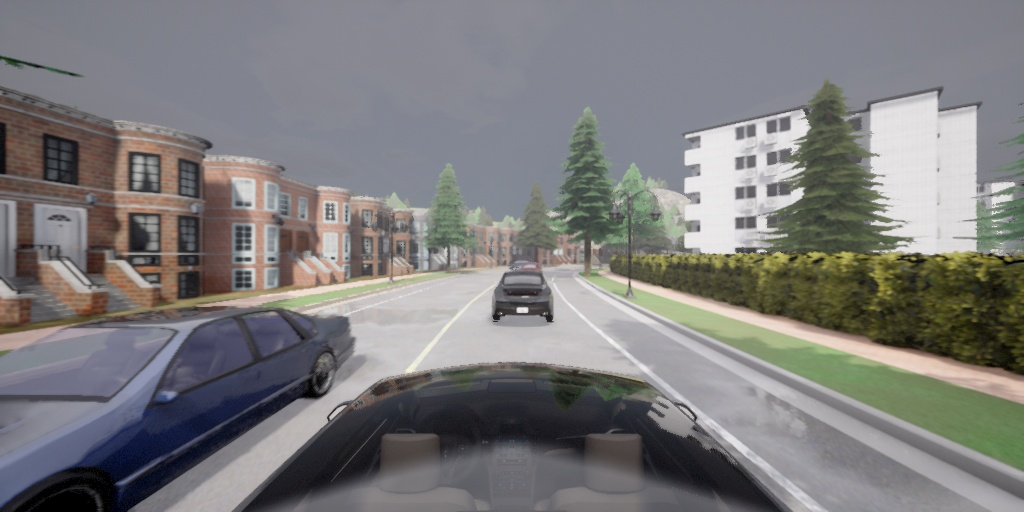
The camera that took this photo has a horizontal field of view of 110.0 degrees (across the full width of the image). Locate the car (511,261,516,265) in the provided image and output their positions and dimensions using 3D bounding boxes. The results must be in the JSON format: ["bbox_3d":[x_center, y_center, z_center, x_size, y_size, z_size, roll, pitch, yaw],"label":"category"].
[{"bbox_3d":[1.251,1.233,46.465,2.033,1.411,5.357,0,0,20],"label":"car"}]

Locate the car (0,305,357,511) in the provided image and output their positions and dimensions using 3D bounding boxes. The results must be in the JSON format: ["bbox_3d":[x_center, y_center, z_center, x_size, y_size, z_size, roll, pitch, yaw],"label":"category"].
[{"bbox_3d":[-3.554,1.290,3.745,2.033,1.411,5.357,0,0,1],"label":"car"}]

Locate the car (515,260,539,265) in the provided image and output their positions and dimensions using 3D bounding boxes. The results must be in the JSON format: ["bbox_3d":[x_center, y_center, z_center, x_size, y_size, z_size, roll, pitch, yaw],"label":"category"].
[{"bbox_3d":[1.540,1.237,28.901,1.812,1.442,4.674,0,0,5],"label":"car"}]

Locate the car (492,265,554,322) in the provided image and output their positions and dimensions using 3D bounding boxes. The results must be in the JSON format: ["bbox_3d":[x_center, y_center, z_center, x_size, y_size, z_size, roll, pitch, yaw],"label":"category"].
[{"bbox_3d":[0.381,1.240,12.280,1.837,1.490,4.892,0,0,2],"label":"car"}]
